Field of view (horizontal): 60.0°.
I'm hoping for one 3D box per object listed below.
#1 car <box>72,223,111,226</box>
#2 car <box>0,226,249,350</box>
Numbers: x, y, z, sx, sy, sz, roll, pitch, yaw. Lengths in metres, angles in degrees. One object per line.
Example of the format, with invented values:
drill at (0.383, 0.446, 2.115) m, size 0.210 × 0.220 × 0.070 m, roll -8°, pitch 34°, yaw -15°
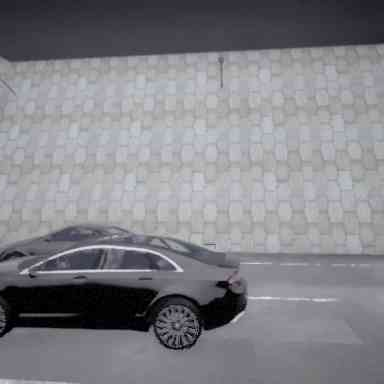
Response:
car at (-3.209, 1.593, 9.428) m, size 4.181 × 1.385 × 1.994 m, roll 0°, pitch 0°, yaw 6°
car at (-1.511, 1.508, 5.739) m, size 4.902 × 1.511 × 2.128 m, roll 0°, pitch 0°, yaw 6°
